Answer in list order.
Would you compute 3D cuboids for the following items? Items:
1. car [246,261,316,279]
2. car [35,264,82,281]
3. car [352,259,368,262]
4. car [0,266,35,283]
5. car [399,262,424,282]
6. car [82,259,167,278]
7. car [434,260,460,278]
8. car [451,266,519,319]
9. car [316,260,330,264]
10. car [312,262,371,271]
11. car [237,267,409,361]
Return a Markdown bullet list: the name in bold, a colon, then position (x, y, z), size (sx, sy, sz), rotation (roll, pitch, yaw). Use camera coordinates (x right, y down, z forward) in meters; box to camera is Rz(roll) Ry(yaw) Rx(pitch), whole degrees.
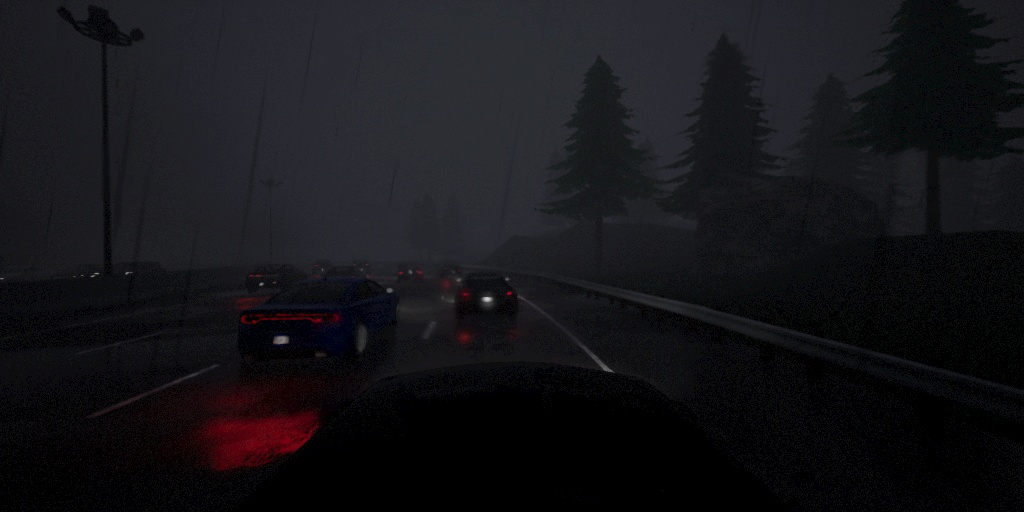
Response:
- **car**: position (-13.184, 1.197, 20.370), size (2.128, 1.511, 4.902), rotation (-1, 0, -14)
- **car**: position (-29.357, 1.297, 24.956), size (2.128, 1.511, 4.902), rotation (-1, 0, -21)
- **car**: position (-15.922, 1.076, 37.561), size (2.128, 1.511, 4.902), rotation (-1, 1, -26)
- **car**: position (-32.562, 1.369, 23.563), size (1.812, 1.442, 4.674), rotation (-1, 0, -21)
- **car**: position (-7.614, 1.153, 26.666), size (2.033, 1.411, 5.357), rotation (-1, 0, -18)
- **car**: position (-25.269, 1.131, 23.861), size (2.097, 1.767, 4.553), rotation (-1, 1, -20)
- **car**: position (-5.415, 1.078, 30.746), size (1.812, 1.442, 4.674), rotation (-1, 0, -19)
- **car**: position (-0.966, 1.232, 12.473), size (1.994, 1.385, 4.181), rotation (-1, 0, -7)
- **car**: position (-20.309, 1.119, 38.469), size (1.837, 1.490, 4.892), rotation (0, 0, -28)
- **car**: position (-9.654, 1.237, 20.635), size (1.994, 1.385, 4.181), rotation (-1, 0, -14)
- **car**: position (-3.973, 1.206, 8.343), size (1.882, 1.535, 5.008), rotation (0, 0, -4)
